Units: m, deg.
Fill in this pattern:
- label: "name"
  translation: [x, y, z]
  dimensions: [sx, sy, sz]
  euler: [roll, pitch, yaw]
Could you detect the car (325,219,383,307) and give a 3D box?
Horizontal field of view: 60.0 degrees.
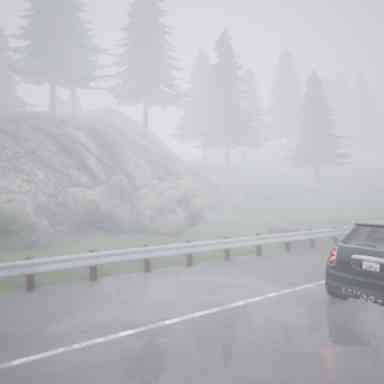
- label: "car"
  translation: [4.912, 1.321, 7.047]
  dimensions: [4.553, 1.767, 2.097]
  euler: [0, 0, -34]
